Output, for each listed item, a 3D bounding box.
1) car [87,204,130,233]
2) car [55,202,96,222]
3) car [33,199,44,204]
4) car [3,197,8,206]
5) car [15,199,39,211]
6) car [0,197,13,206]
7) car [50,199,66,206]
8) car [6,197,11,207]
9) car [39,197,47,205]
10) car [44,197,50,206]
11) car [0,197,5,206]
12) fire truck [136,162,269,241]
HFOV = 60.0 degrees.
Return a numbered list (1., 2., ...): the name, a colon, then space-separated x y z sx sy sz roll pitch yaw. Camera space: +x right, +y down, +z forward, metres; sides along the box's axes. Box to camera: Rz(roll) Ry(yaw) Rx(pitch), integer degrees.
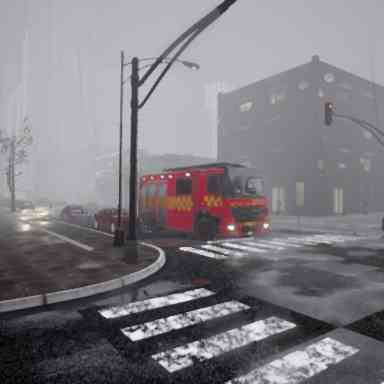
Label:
1. car: -4.517 1.607 20.035 1.887 1.381 4.507 1 -1 -35
2. car: -9.663 1.722 27.421 1.802 1.307 4.206 1 -1 -35
3. car: -38.989 2.387 84.414 1.752 1.417 4.829 1 -1 -35
4. car: -33.120 2.073 61.327 1.947 1.339 4.313 1 -1 -35
5. car: -23.760 1.883 47.784 1.752 1.417 4.829 1 -1 -35
6. car: -39.444 1.922 70.410 2.192 1.841 5.009 1 -1 -35
7. car: -26.243 2.098 66.115 1.967 1.590 4.097 1 -1 -35
8. car: -30.139 2.004 57.034 1.887 1.381 4.507 1 -1 -35
9. car: -35.729 2.124 79.737 2.192 1.841 5.009 1 -1 -35
10. car: -29.405 2.290 70.654 1.802 1.307 4.206 1 -1 -35
11. car: -36.282 2.123 65.867 1.947 1.339 4.313 1 -1 -35
12. fire truck: 0.177 0.421 18.262 2.891 3.827 8.468 1 -1 -35
